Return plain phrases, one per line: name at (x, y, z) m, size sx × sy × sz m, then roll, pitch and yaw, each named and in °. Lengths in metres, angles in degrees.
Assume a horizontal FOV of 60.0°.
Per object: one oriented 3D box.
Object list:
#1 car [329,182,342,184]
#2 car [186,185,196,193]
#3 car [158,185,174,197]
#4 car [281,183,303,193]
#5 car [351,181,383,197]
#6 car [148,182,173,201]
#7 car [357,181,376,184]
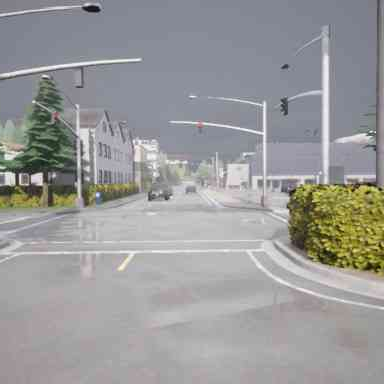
car at (25.288, -1.035, 59.490) m, size 2.152 × 1.636 × 5.027 m, roll -1°, pitch 2°, yaw 0°
car at (-0.189, -0.580, 58.690) m, size 2.128 × 1.511 × 4.902 m, roll -1°, pitch 2°, yaw 0°
car at (-3.749, -0.176, 48.429) m, size 1.837 × 1.490 × 4.892 m, roll -1°, pitch 2°, yaw 0°
car at (15.252, -0.525, 52.074) m, size 2.007 × 1.523 × 4.514 m, roll -1°, pitch 2°, yaw 0°
car at (22.247, -0.462, 42.099) m, size 1.932 × 1.855 × 4.605 m, roll -1°, pitch 2°, yaw 0°
car at (-3.733, -0.110, 38.269) m, size 2.150 × 2.045 × 5.566 m, roll -1°, pitch 2°, yaw 0°
car at (19.004, -0.176, 34.217) m, size 1.905 × 1.878 × 3.866 m, roll -1°, pitch 2°, yaw 0°
